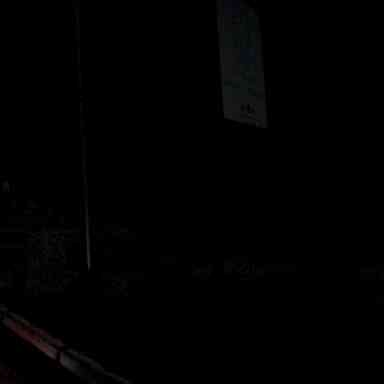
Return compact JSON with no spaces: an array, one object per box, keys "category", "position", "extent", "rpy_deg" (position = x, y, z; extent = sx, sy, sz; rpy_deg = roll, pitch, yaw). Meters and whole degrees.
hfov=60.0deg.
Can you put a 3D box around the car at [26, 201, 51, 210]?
[{"category":"car","position":[-23.519,2.052,51.211],"extent":[1.994,1.385,4.181],"rpy_deg":[-4,-1,7]}]

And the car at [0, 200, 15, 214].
[{"category":"car","position":[-23.178,1.728,39.831],"extent":[2.097,1.767,4.553],"rpy_deg":[-3,0,-5]}]
